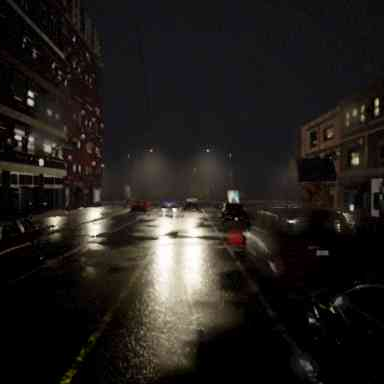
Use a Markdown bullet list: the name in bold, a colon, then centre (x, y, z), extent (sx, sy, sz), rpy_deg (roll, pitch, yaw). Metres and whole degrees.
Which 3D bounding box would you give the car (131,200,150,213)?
- **car**: centre (-5.792, 1.589, 37.555), extent (1.887, 1.381, 4.507), rpy_deg (-1, 0, 0)

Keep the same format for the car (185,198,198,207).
- **car**: centre (-0.128, 1.626, 52.506), extent (1.994, 1.385, 4.181), rpy_deg (0, 0, 0)

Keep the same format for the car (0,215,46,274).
- **car**: centre (-5.724, 1.451, 9.168), extent (1.967, 1.590, 4.097), rpy_deg (-1, 0, 0)

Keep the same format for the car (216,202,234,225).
- **car**: centre (2.940, 1.536, 24.561), extent (1.837, 1.490, 4.892), rpy_deg (0, 0, 0)

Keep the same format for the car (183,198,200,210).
- **car**: centre (-0.049, 1.542, 42.738), extent (2.128, 1.511, 4.902), rpy_deg (0, 0, 0)

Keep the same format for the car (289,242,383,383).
- **car**: centre (2.671, 1.571, 3.483), extent (1.947, 1.339, 4.313), rpy_deg (-1, 0, 0)

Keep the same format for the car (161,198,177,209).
- **car**: centre (-3.161, 1.582, 47.750), extent (1.812, 1.442, 4.674), rpy_deg (0, 0, 0)

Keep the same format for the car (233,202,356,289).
- **car**: centre (2.654, 1.327, 9.160), extent (2.192, 1.841, 5.009), rpy_deg (-1, 0, 0)

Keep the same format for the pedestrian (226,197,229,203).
- **pedestrian**: centre (2.933, 1.328, 27.497), extent (0.375, 1.860, 0.375), rpy_deg (-1, 1, -3)
